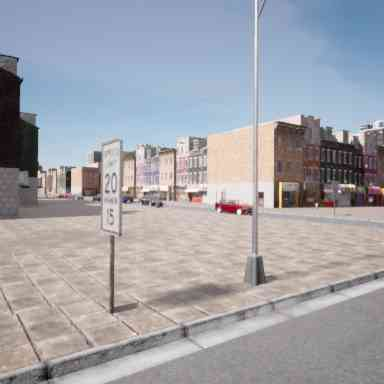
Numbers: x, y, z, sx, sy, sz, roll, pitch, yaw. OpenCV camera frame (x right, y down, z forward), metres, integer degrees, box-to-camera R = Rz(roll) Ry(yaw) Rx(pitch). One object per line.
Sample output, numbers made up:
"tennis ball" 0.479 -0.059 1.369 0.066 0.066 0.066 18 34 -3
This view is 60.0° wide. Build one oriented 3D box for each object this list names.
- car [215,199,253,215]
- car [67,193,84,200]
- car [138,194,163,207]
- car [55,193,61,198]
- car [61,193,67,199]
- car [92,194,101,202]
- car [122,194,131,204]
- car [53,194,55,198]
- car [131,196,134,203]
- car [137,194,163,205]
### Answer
"car" 4.001 1.368 30.960 1.887 1.381 4.507 1 0 -35
"car" -24.557 0.965 71.321 2.008 1.369 4.403 1 0 -35
"car" -5.518 1.230 44.413 1.947 1.339 4.313 1 0 -35
"car" -30.904 0.893 80.291 1.887 1.381 4.507 1 0 -35
"car" -27.730 0.925 75.806 1.887 1.381 4.507 1 0 -35
"car" -16.066 1.041 58.644 1.812 1.442 4.674 1 0 -35
"car" -12.015 1.047 52.934 1.882 1.535 5.008 1 0 -35
"car" -33.978 0.844 84.637 1.752 1.417 4.829 1 0 -35
"car" -11.825 1.074 57.884 1.837 1.490 4.892 1 0 -35
"car" -6.417 1.149 50.329 1.837 1.490 4.892 1 0 -35
